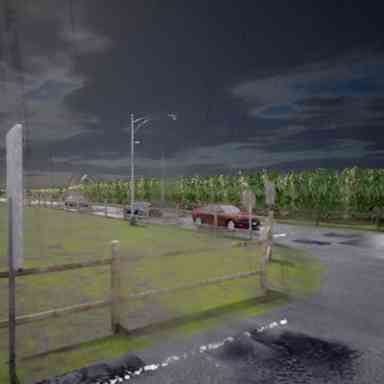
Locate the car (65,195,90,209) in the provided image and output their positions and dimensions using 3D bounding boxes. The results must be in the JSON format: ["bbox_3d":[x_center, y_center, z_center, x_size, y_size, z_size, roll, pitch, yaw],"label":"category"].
[{"bbox_3d":[-14.743,1.247,42.999,2.097,1.767,4.553,0,1,-36],"label":"car"}]

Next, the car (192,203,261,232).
[{"bbox_3d":[1.998,1.475,20.351,1.882,1.535,5.008,0,0,-35],"label":"car"}]

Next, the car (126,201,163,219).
[{"bbox_3d":[-4.264,1.524,28.840,1.994,1.385,4.181,-1,1,-37],"label":"car"}]
